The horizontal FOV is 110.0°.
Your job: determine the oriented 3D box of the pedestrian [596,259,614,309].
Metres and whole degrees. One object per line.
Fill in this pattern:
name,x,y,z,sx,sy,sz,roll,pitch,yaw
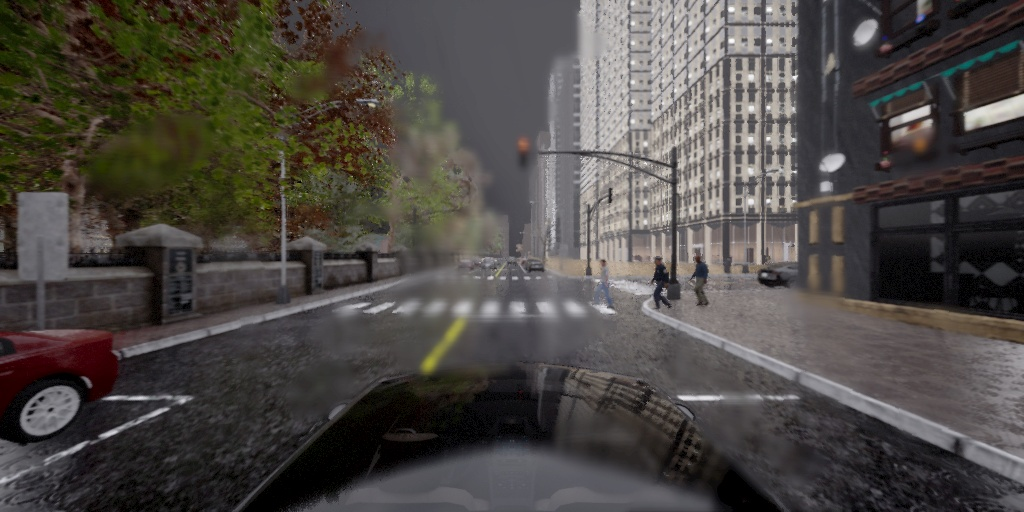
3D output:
pedestrian,3.400,0.988,13.061,0.375,1.860,0.375,0,0,0

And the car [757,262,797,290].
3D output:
car,14.688,0.951,17.923,4.313,1.339,1.948,0,0,0

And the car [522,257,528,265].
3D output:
car,2.699,1.128,46.142,1.948,1.339,4.313,0,0,0

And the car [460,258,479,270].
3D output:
car,-5.682,1.144,46.144,1.802,1.307,4.207,0,0,0

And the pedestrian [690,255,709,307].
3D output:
pedestrian,6.544,0.838,12.461,0.375,1.860,0.375,0,0,0

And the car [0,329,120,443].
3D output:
car,-5.820,1.291,2.593,1.888,1.381,4.507,0,0,0

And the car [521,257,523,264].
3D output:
car,2.700,1.106,51.774,1.948,1.339,4.313,0,0,0

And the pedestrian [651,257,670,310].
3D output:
pedestrian,4.886,0.846,11.862,0.375,1.860,0.375,0,0,0

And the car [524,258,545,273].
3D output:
car,2.697,1.150,40.509,1.948,1.339,4.313,0,0,0

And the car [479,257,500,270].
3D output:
car,-3.062,1.050,47.291,2.128,1.511,4.902,0,0,0
